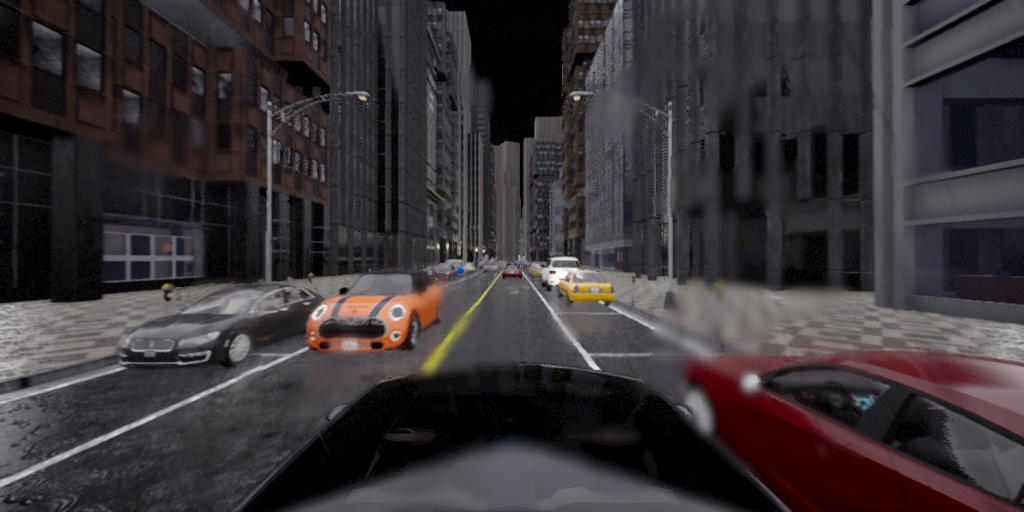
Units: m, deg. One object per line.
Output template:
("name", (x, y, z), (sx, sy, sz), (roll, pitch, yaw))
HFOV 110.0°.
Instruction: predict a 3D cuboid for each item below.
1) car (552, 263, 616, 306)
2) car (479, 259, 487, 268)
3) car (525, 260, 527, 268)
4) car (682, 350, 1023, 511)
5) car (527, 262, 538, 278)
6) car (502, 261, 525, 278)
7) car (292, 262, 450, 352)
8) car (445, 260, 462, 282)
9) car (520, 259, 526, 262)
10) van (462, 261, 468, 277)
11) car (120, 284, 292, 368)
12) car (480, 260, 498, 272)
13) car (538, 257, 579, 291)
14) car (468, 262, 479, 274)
("car", (3.148, 1.289, 16.188), (1.801, 1.575, 5.366), (0, 0, 0))
("car", (-5.774, 1.691, 63.978), (1.948, 1.339, 4.313), (0, 0, 0))
("car", (2.755, 1.502, 41.720), (1.751, 1.417, 4.829), (0, 0, 0))
("car", (2.763, 1.298, 2.287), (1.888, 1.381, 4.507), (0, 0, 0))
("car", (2.756, 1.469, 36.111), (1.751, 1.417, 4.829), (0, 0, 0))
("car", (0.039, 1.511, 36.455), (1.994, 1.385, 4.181), (0, 0, 1))
("car", (-3.102, 1.144, 9.129), (2.097, 1.767, 4.553), (0, 0, 0))
("car", (-5.768, 1.352, 30.323), (1.967, 1.591, 4.097), (0, 0, 0))
("car", (2.751, 1.675, 63.985), (2.007, 1.370, 4.403), (0, 0, 0))
("van", (-5.769, 1.285, 35.932), (1.690, 1.789, 3.998), (0, 0, 0))
("car", (-5.763, 1.335, 7.885), (2.007, 1.370, 4.403), (0, 0, 0))
("car", (-3.080, 1.641, 51.355), (1.895, 1.301, 4.718), (0, 0, 0))
("car", (3.102, 1.098, 23.029), (2.150, 2.045, 5.566), (0, 0, 0))
("car", (-5.771, 1.538, 46.980), (1.751, 1.417, 4.829), (0, 0, 0))
